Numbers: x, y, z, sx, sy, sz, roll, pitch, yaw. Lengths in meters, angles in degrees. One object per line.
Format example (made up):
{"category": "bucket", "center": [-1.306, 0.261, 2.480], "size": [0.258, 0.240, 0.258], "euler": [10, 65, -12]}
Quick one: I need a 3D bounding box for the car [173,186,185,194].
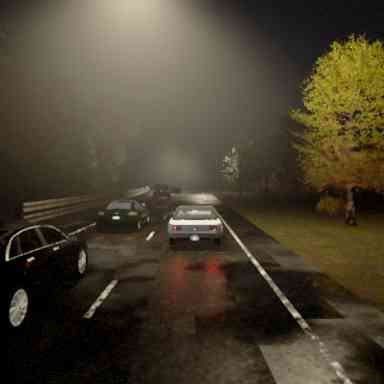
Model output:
{"category": "car", "center": [-3.046, -0.303, 65.205], "size": [1.994, 1.385, 4.181], "euler": [0, 2, 1]}

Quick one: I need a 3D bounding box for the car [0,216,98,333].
{"category": "car", "center": [-3.497, 1.305, 6.390], "size": [1.837, 1.490, 4.892], "euler": [0, 1, 0]}

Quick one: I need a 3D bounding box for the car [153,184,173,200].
{"category": "car", "center": [-3.934, -0.067, 43.890], "size": [2.150, 2.045, 5.566], "euler": [0, 2, -3]}

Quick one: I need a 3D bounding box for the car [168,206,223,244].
{"category": "car", "center": [0.114, 1.193, 13.401], "size": [1.895, 1.301, 4.718], "euler": [0, 2, 0]}

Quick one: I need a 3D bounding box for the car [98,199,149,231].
{"category": "car", "center": [-3.368, 1.056, 16.794], "size": [1.994, 1.385, 4.181], "euler": [0, 2, 0]}
